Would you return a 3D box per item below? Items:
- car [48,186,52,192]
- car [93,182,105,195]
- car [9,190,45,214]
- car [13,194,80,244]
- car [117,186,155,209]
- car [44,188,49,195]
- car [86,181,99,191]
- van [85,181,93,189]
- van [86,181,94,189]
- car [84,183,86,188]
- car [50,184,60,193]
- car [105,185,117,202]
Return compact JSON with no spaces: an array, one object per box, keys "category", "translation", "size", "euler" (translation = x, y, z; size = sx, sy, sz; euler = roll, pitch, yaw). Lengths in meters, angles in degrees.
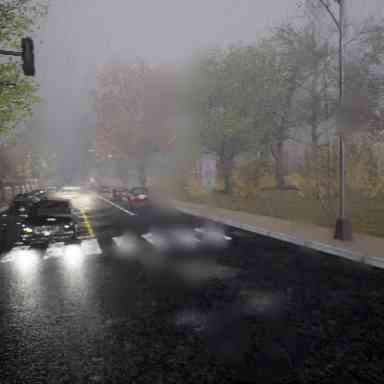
[{"category":"car","translation":[-16.615,0.422,36.007],"size":[1.947,1.339,4.313],"euler":[-4,3,-20]},{"category":"car","translation":[-13.163,-0.359,49.384],"size":[1.947,1.339,4.313],"euler":[-4,3,-20]},{"category":"car","translation":[-12.680,0.792,25.340],"size":[1.947,1.339,4.313],"euler":[-4,3,-20]},{"category":"car","translation":[-5.726,1.076,13.673],"size":[1.837,1.490,4.892],"euler":[-3,3,-18]},{"category":"car","translation":[-4.202,0.350,25.237],"size":[1.967,1.590,4.097],"euler":[-4,3,-20]},{"category":"car","translation":[-14.646,0.607,30.673],"size":[1.947,1.339,4.313],"euler":[-4,3,-20]},{"category":"car","translation":[-19.081,-1.160,65.373],"size":[2.192,1.841,5.009],"euler":[-4,3,-20]},{"category":"van","translation":[-26.954,-1.865,86.710],"size":[1.690,1.788,3.998],"euler":[-4,3,-20]},{"category":"van","translation":[-24.985,-1.682,81.376],"size":[1.690,1.788,3.998],"euler":[-4,3,-20]},{"category":"car","translation":[-23.012,-1.401,76.047],"size":[1.967,1.590,4.097],"euler":[-4,3,-20]},{"category":"car","translation":[-26.458,-0.513,62.676],"size":[2.008,1.369,4.403],"euler":[-4,3,-20]},{"category":"car","translation":[-7.259,0.174,33.381],"size":[1.887,1.381,4.507],"euler":[-4,3,-20]}]
